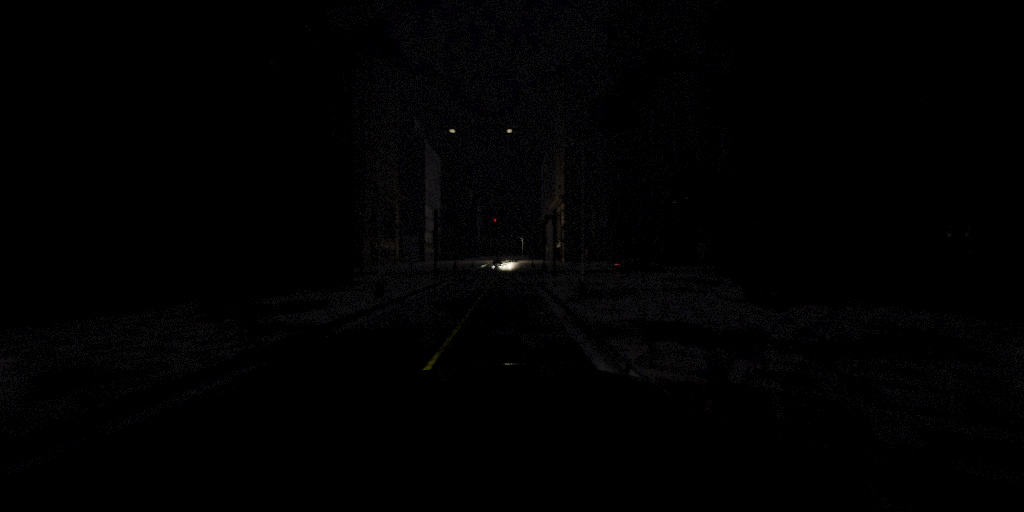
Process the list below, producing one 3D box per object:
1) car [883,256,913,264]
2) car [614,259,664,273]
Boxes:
[{"bbox_3d":[41.863,0.795,39.774,4.892,1.490,1.837,0,0,0],"label":"car"},{"bbox_3d":[12.966,1.066,36.609,4.902,1.511,2.128,-1,0,0],"label":"car"}]
